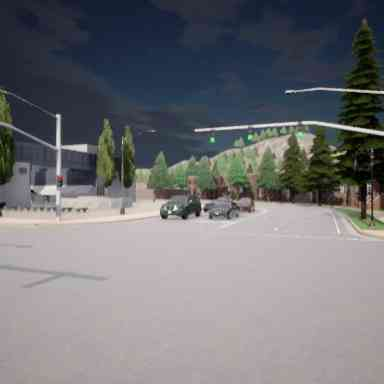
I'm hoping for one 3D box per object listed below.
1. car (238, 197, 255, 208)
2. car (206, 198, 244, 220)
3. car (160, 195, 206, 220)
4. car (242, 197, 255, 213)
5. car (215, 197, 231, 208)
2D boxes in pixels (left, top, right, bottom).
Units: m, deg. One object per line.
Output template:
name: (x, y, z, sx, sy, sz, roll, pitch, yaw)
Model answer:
car: (8.147, 1.562, 50.056, 1.837, 1.490, 4.892, 0, 0, 1)
car: (2.878, 1.539, 29.189, 1.837, 1.490, 4.892, 0, 0, 21)
car: (-0.842, 1.259, 29.306, 2.150, 2.045, 5.566, 0, 0, 20)
car: (6.013, 1.520, 37.826, 1.882, 1.535, 5.008, 0, 0, 17)
car: (4.713, 1.538, 51.269, 1.882, 1.535, 5.008, 0, 0, -1)
